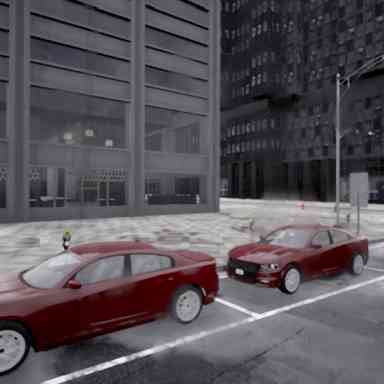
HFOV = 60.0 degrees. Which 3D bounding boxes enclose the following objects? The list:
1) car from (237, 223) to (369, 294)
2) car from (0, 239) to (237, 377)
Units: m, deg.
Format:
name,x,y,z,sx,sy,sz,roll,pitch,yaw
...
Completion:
name,x,y,z,sx,sy,sz,roll,pitch,yaw
car,2.887,1.543,8.768,4.507,1.381,1.887,0,0,-36
car,-1.594,1.544,5.536,4.507,1.381,1.887,0,0,-36
